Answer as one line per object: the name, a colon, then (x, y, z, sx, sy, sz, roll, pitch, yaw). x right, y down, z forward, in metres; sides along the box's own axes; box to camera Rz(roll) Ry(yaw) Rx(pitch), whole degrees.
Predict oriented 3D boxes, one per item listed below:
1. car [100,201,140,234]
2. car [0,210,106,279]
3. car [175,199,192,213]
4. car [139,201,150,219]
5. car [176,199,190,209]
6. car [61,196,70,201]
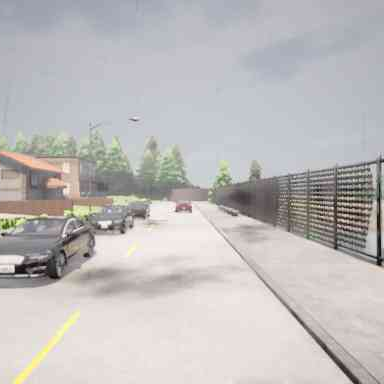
car: (-4.602, 1.530, 19.658, 2.128, 1.511, 4.902, 0, 0, -2)
car: (-4.350, 1.512, 10.110, 2.128, 1.511, 4.902, 0, 0, -2)
car: (-0.943, 1.600, 38.022, 1.812, 1.442, 4.674, 0, 0, -1)
car: (-4.857, 1.536, 29.563, 1.882, 1.535, 5.008, 0, 0, -1)
car: (-1.270, 1.695, 48.190, 1.895, 1.301, 4.718, 0, 0, -1)
car: (-18.492, 1.224, 45.069, 3.633, 1.501, 1.845, 0, 0, -2)
